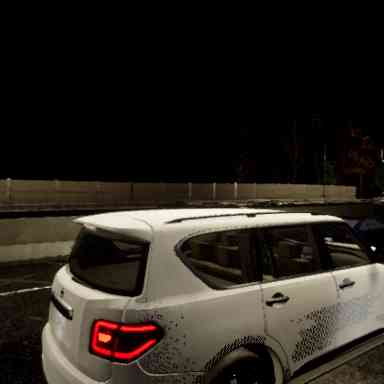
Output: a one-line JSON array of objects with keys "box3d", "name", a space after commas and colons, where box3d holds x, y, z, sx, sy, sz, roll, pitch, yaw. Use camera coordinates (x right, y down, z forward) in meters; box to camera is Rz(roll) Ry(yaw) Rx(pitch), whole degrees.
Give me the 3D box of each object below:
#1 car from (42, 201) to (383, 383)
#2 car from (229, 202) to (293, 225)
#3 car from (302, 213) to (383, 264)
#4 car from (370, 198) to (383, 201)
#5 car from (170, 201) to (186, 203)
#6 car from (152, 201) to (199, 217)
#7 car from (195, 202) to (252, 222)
[{"box3d": [1.029, 1.229, 4.476, 5.566, 2.045, 2.150, 0, 0, -36], "name": "car"}, {"box3d": [5.247, 1.553, 24.924, 4.892, 1.490, 1.837, 0, 0, -35], "name": "car"}, {"box3d": [6.272, 1.594, 12.516, 4.181, 1.385, 1.994, 0, 0, -35], "name": "car"}, {"box3d": [31.804, 1.719, 56.642, 5.357, 1.411, 2.033, 0, 0, -35], "name": "car"}, {"box3d": [-0.124, 1.644, 29.693, 4.718, 1.301, 1.895, 0, 0, -35], "name": "car"}, {"box3d": [-1.631, 1.609, 32.915, 4.181, 1.385, 1.994, 0, 0, -35], "name": "car"}, {"box3d": [2.651, 1.572, 27.372, 4.674, 1.442, 1.812, 0, 0, -35], "name": "car"}]
